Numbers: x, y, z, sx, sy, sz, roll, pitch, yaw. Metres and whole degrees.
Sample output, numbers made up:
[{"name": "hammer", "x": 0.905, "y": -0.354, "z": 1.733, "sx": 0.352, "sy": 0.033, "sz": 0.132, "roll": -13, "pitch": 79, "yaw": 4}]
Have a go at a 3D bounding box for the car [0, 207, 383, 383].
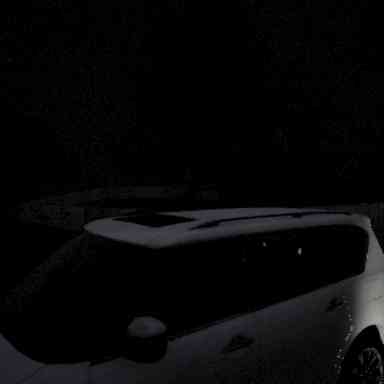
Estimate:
[{"name": "car", "x": -0.210, "y": 1.211, "z": 3.101, "sx": 5.566, "sy": 2.045, "sz": 2.150, "roll": 0, "pitch": 0, "yaw": -35}]
